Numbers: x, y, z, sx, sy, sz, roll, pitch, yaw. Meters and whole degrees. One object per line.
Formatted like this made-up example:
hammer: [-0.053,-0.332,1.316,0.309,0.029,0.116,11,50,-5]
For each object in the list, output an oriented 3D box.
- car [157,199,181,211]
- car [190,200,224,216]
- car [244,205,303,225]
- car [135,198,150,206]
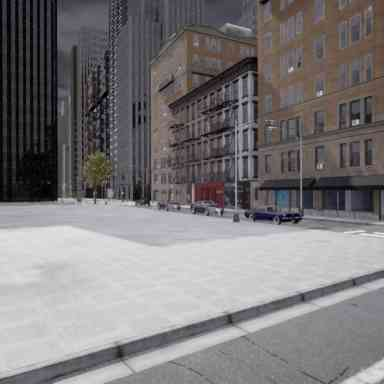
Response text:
car: [-3.055,1.689,43.332,2.128,1.511,4.902,0,0,-26]
car: [1.493,1.630,34.087,2.128,1.511,4.902,0,0,-26]
car: [6.006,1.686,24.944,1.895,1.301,4.718,0,0,-26]
car: [-9.240,1.815,61.931,1.837,1.490,4.892,0,0,-27]
